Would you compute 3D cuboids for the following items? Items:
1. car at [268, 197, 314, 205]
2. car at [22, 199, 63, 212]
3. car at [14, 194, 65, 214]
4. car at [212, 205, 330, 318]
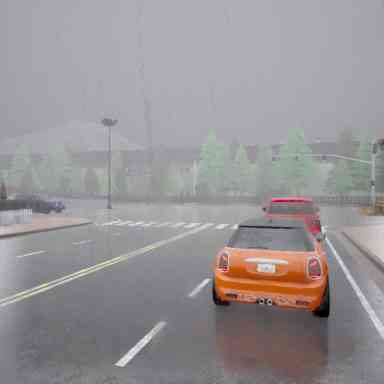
[{"bbox_3d":[4.168,1.222,14.101,2.150,2.045,5.566,0,0,16],"label":"car"},{"bbox_3d":[-17.649,1.555,39.297,4.181,1.385,1.994,0,0,16],"label":"car"},{"bbox_3d":[-16.272,1.217,35.262,5.566,2.045,2.150,0,0,16],"label":"car"},{"bbox_3d":[1.994,1.352,7.823,2.097,1.767,4.553,0,0,19],"label":"car"}]
